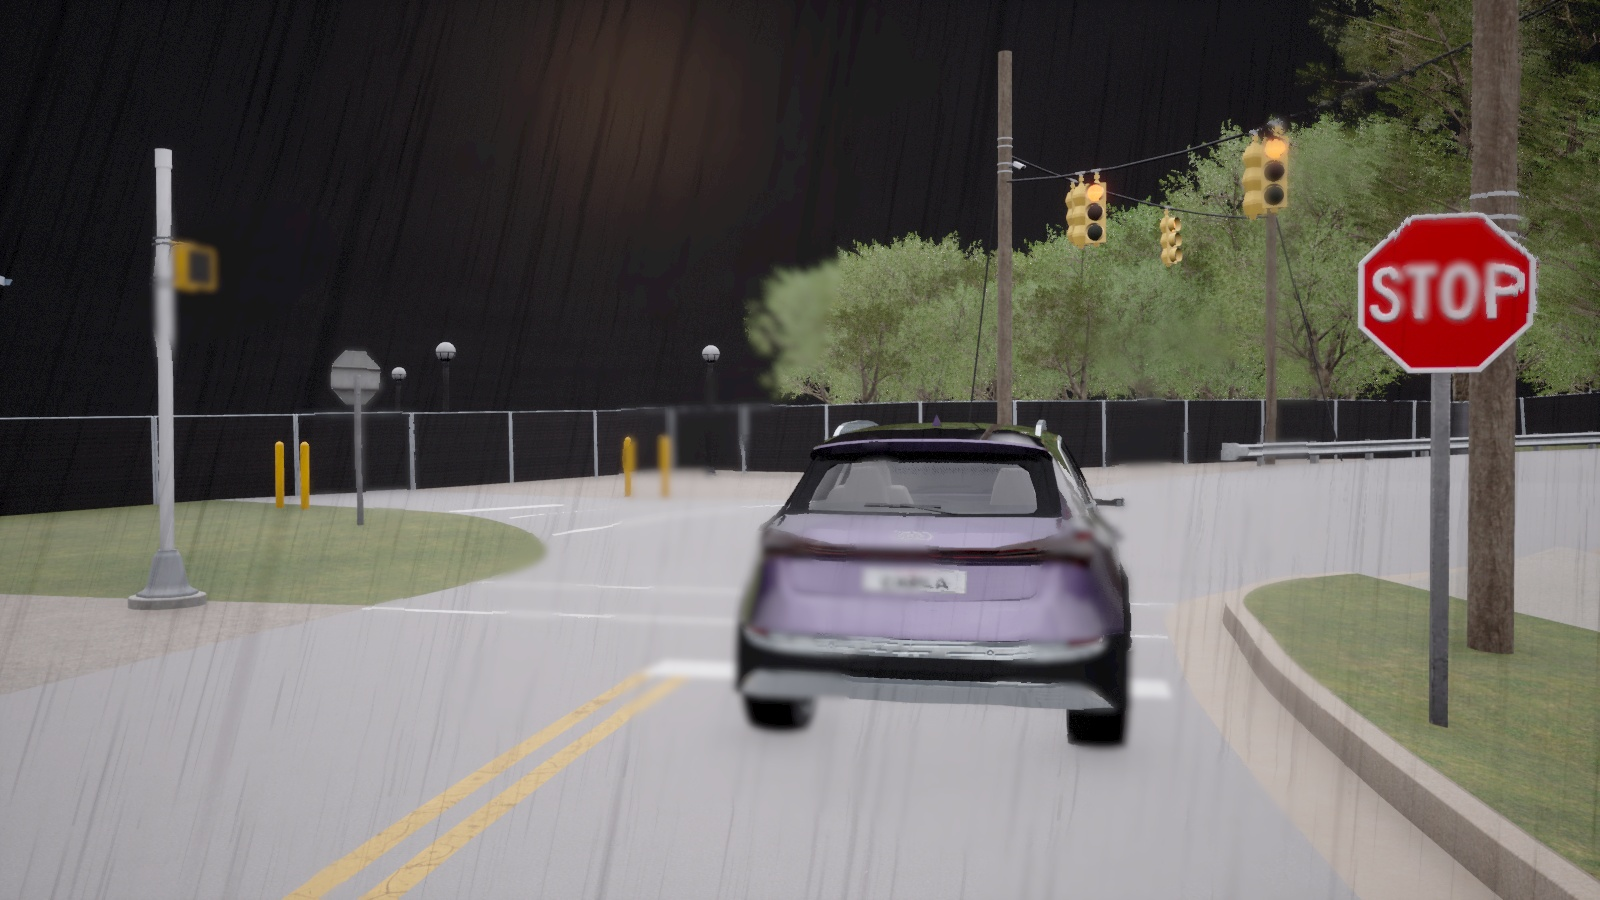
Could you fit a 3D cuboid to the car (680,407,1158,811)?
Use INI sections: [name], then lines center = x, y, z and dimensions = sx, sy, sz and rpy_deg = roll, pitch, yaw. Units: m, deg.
[car]
center = 0.983, 0.633, 7.710
dimensions = 2.033, 1.649, 4.856
rpy_deg = 0, 0, 12
